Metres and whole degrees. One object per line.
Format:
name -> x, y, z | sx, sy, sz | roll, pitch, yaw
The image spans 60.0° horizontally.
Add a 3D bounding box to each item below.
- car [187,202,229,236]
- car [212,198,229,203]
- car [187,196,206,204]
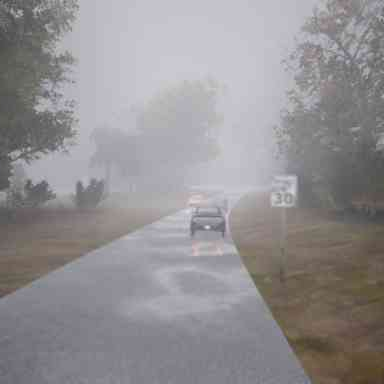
car -> 0.949, 1.543, 18.943 | 2.128, 1.511, 4.902 | 0, 0, 4
car -> 3.232, 1.375, 38.512 | 2.033, 1.411, 5.357 | 1, 2, 9
car -> 0.614, 1.217, 40.507 | 1.882, 1.535, 5.008 | 2, 2, 9
